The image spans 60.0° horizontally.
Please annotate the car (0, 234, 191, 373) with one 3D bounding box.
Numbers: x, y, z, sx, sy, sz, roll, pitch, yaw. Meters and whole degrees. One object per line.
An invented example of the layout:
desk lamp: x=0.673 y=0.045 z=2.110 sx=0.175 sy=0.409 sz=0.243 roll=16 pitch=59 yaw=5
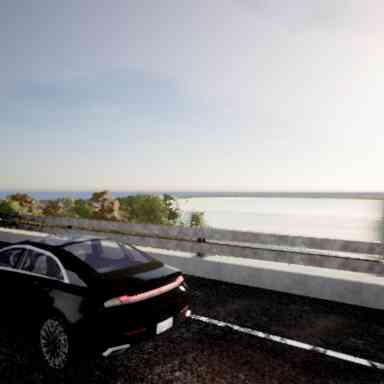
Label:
car: x=-2.318 y=1.489 z=5.667 sx=4.902 sy=1.511 sz=2.128 roll=0 pitch=0 yaw=36
